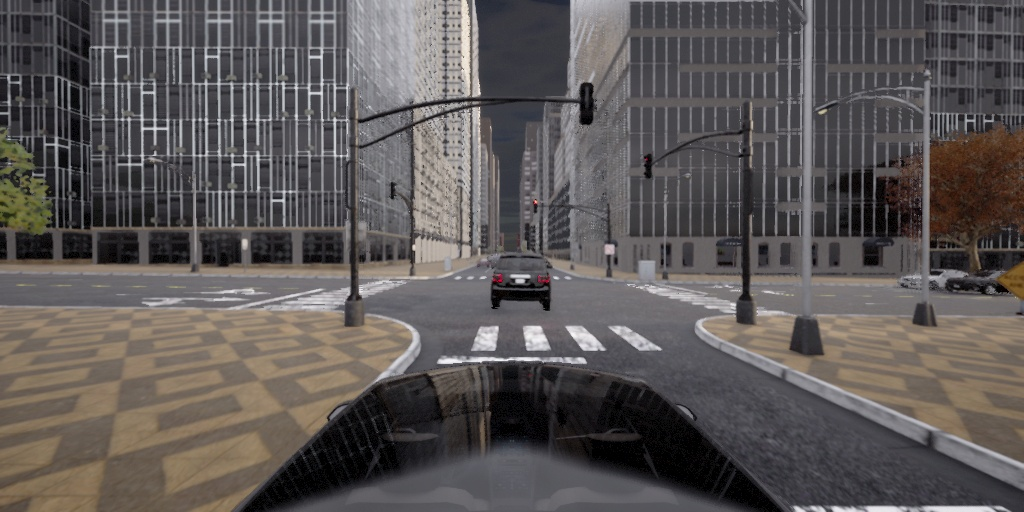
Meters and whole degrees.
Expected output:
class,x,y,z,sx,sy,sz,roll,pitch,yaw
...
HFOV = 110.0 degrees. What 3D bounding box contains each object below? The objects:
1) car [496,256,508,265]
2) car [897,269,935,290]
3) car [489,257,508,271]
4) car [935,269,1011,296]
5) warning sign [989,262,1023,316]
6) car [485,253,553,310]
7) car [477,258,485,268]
class,x,y,z,sx,sy,sz,roll,pitch,yaw
car,-1.639,0.812,61.258,1.812,1.442,4.674,0,0,0
car,30.276,1.658,25.464,4.674,1.442,1.812,1,0,-3
car,-1.585,0.921,44.332,2.128,1.511,4.902,0,0,0
car,29.879,1.629,22.191,5.008,1.535,1.882,1,0,-3
warning sign,17.260,1.122,12.131,1.060,1.860,1.300,0,0,-3
car,0.463,0.904,14.596,2.150,2.045,5.566,1,1,4
car,-4.101,0.952,51.392,1.802,1.307,4.207,0,0,0
